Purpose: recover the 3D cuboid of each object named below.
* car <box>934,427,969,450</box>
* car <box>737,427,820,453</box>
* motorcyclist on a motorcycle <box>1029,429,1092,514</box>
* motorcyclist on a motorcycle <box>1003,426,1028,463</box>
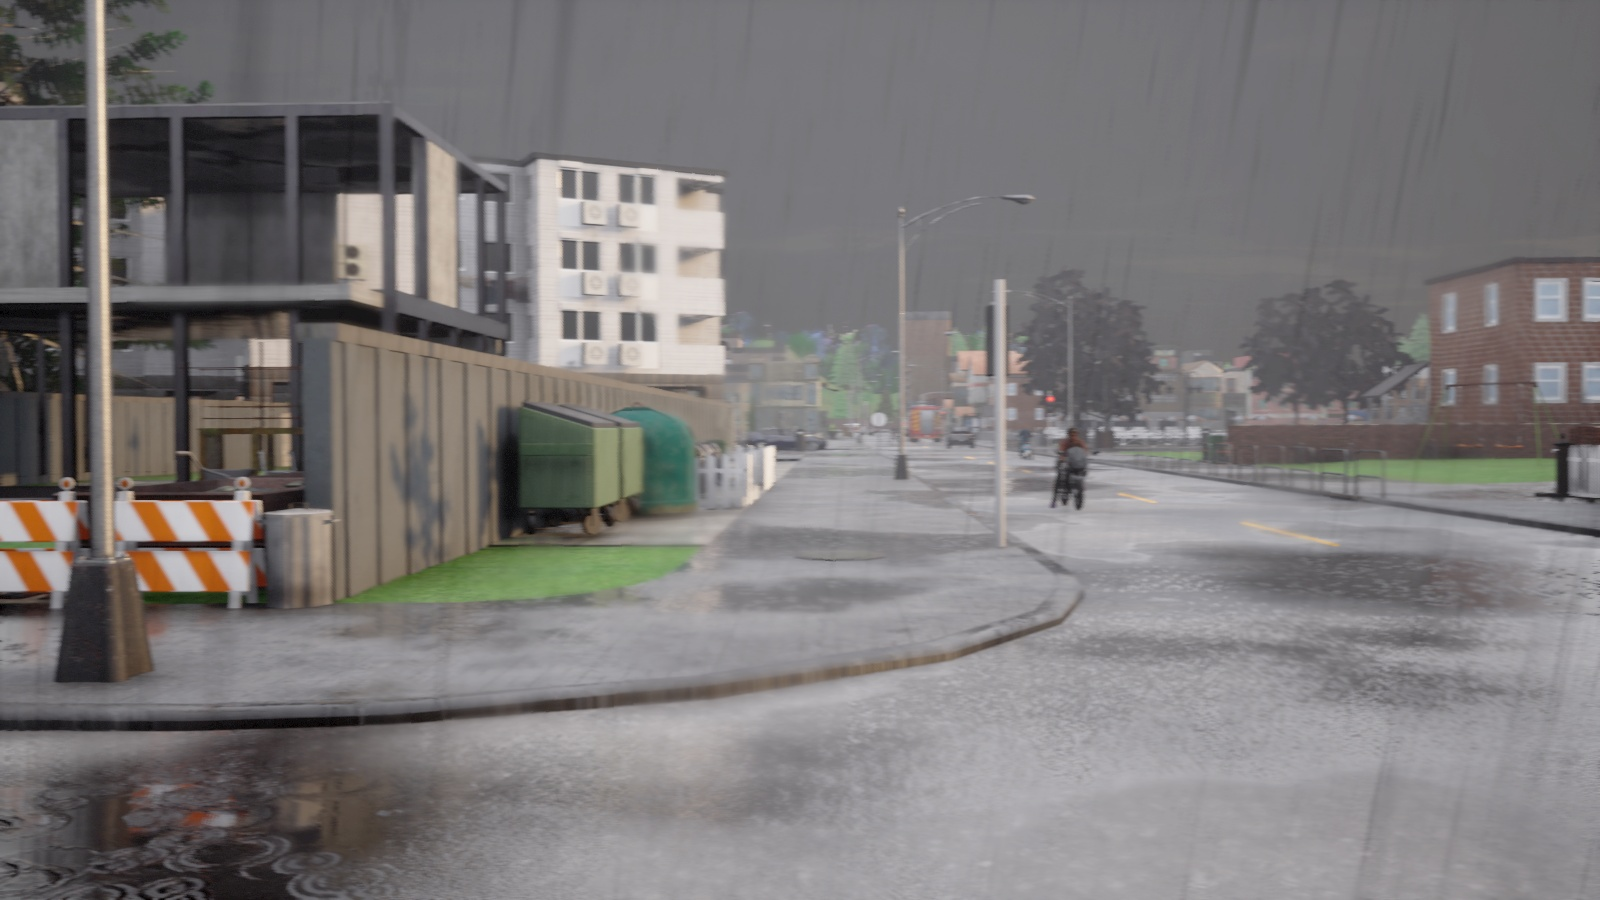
[{"bbox_3d":[10.350,-0.829,86.128,2.128,1.511,4.902,0,1,5],"label":"car"},{"bbox_3d":[-1.251,-0.590,74.291,4.792,1.488,2.163,0,1,3],"label":"car"},{"bbox_3d":[4.863,0.372,23.573,0.797,1.523,2.044,0,1,1],"label":"motorcyclist on a motorcycle"},{"bbox_3d":[9.627,-0.264,56.129,0.866,1.590,1.817,0,1,2],"label":"motorcyclist on a motorcycle"}]
